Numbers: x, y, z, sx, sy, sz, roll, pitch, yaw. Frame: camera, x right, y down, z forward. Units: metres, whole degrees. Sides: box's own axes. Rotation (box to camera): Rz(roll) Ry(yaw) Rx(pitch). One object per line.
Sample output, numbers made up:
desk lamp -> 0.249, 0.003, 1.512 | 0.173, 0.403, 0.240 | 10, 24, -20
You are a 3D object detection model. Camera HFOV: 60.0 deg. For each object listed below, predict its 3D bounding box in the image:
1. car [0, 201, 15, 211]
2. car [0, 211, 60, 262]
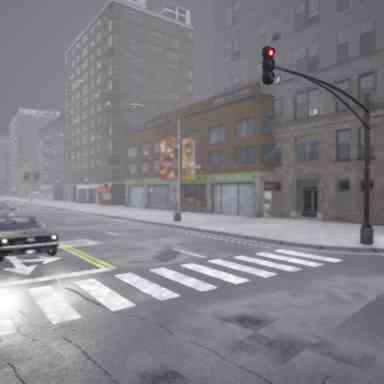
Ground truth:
car -> -11.752, 1.331, 19.688 | 2.097, 1.767, 4.553 | 0, 0, -36
car -> -6.427, 1.587, 12.364 | 1.895, 1.301, 4.718 | 0, 0, -36
